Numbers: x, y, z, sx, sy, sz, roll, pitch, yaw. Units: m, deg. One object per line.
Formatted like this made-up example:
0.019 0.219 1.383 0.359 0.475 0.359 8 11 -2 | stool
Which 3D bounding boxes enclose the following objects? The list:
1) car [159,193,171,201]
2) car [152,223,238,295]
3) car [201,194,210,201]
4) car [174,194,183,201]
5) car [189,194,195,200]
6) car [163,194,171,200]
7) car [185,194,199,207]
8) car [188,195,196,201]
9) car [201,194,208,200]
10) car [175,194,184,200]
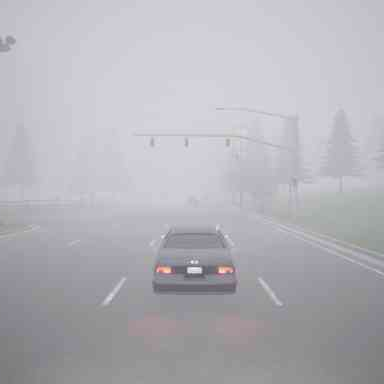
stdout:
-6.998 1.217 83.601 2.150 2.045 5.566 0 0 0 | car
0.067 1.547 8.888 2.033 1.411 5.357 0 0 0 | car
3.502 1.492 83.570 1.837 1.490 4.892 0 0 0 | car
-3.498 1.516 83.987 1.812 1.442 4.674 0 0 0 | car
0.002 1.310 93.990 1.882 1.535 5.008 0 0 0 | car
-6.998 1.385 93.991 1.994 1.385 4.181 0 0 0 | car
-0.001 1.352 52.927 2.097 1.767 4.553 0 0 0 | car
0.002 1.531 83.570 2.033 1.411 5.357 0 0 0 | car
3.502 1.310 93.990 1.882 1.535 5.008 0 0 0 | car
-3.498 1.357 93.990 2.128 1.511 4.902 0 0 0 | car
